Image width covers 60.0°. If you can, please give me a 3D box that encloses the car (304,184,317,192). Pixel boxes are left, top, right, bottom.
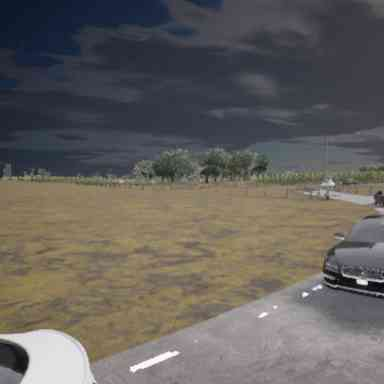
[{"bbox_3d":[21.603,-0.701,60.912,1.994,1.385,4.181,-1,2,14],"label":"car"}]

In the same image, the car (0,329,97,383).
[{"bbox_3d":[-2.605,1.574,1.234,4.674,1.442,1.812,-2,1,-40],"label":"car"}]

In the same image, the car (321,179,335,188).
[{"bbox_3d":[31.579,-1.911,77.051,2.150,2.045,5.566,-1,2,34],"label":"car"}]

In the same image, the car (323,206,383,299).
[{"bbox_3d":[4.676,1.295,7.722,1.837,1.490,4.892,-1,1,43],"label":"car"}]

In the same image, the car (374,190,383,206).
[{"bbox_3d":[17.758,0.534,29.914,1.837,1.490,4.892,-1,1,17],"label":"car"}]
